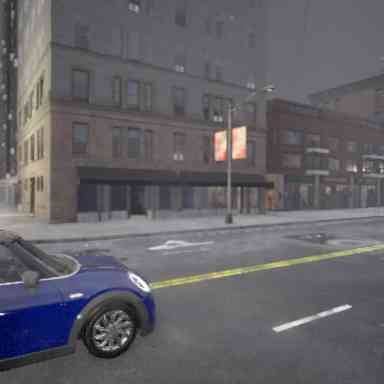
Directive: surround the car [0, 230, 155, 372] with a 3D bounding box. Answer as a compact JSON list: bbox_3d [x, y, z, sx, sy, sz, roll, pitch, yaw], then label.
[{"bbox_3d":[-2.775,1.307,4.465,4.553,1.767,2.097,0,0,-33],"label":"car"}]
